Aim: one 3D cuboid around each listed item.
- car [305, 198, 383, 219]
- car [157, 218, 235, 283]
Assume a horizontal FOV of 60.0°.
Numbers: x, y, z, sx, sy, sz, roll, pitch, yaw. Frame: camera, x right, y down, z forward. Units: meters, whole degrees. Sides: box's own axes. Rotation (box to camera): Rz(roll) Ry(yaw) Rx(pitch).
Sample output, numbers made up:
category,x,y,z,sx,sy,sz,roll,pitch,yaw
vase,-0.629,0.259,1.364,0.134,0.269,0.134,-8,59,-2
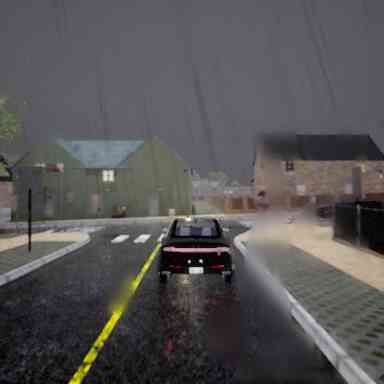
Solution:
category,x,y,z,sx,sy,sz,roll,pitch,yaw
car,10.881,1.102,23.399,5.357,1.411,2.033,-2,0,0
car,0.112,1.489,9.648,2.128,1.511,4.902,0,0,0
